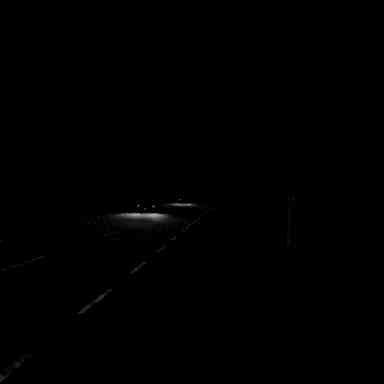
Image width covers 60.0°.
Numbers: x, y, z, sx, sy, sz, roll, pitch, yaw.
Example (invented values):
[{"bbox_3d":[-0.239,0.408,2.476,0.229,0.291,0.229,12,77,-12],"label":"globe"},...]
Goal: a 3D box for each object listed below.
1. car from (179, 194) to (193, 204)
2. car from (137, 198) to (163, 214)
[{"bbox_3d":[-1.050,1.156,56.571,1.882,1.535,5.008,1,0,7],"label":"car"},{"bbox_3d":[-4.036,1.300,32.922,1.812,1.442,4.674,1,0,7],"label":"car"}]
